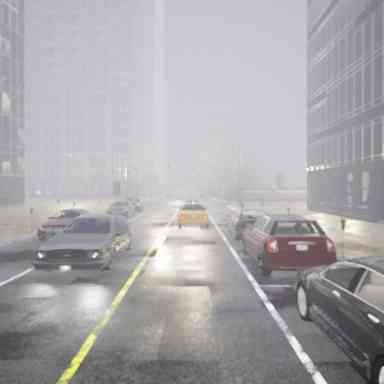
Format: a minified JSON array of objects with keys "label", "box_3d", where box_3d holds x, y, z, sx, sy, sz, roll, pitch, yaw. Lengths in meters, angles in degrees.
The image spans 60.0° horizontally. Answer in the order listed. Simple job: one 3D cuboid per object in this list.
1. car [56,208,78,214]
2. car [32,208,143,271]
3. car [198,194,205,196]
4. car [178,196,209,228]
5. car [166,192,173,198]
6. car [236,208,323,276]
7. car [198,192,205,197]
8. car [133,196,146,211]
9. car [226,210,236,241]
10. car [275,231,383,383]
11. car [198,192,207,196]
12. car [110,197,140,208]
[{"label":"car","box_3d":[-5.705,1.458,15.737,1.802,1.307,4.206,0,0,0]},{"label":"car","box_3d":[-3.111,1.463,10.837,2.033,1.411,5.357,0,0,0]},{"label":"car","box_3d":[0.080,1.228,37.525,2.033,1.411,5.357,0,1,0]},{"label":"car","box_3d":[0.080,1.291,20.783,1.801,1.575,5.366,0,1,0]},{"label":"car","box_3d":[-5.917,0.760,87.337,1.947,1.339,4.313,0,1,0]},{"label":"car","box_3d":[2.681,1.361,10.049,1.967,1.590,4.097,0,0,0]},{"label":"car","box_3d":[2.603,0.682,92.961,1.887,1.381,4.507,0,1,0]},{"label":"car","box_3d":[-5.721,1.166,32.816,1.967,1.590,4.097,0,1,0]},{"label":"car","box_3d":[2.675,1.427,15.743,2.008,1.369,4.403,0,0,0]},{"label":"car","box_3d":[2.686,1.516,4.358,2.008,1.369,4.403,0,0,0]},{"label":"car","box_3d":[2.674,0.813,81.847,1.947,1.339,4.313,0,1,0]},{"label":"car","box_3d":[-5.716,1.360,27.125,1.802,1.307,4.206,0,1,0]}]
